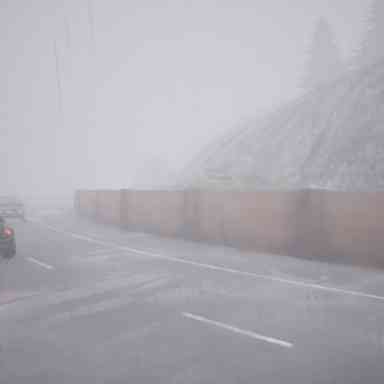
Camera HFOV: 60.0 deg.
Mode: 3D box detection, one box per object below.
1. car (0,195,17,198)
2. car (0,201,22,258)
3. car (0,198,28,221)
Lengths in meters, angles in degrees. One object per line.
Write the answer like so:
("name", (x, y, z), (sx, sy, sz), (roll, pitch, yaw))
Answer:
("car", (-22.391, 1.177, 40.895), (2.097, 1.767, 4.553), (1, 0, -12))
("car", (-7.866, 1.288, 11.644), (2.097, 1.767, 4.553), (1, 0, -43))
("car", (-13.757, 1.442, 25.501), (2.033, 1.411, 5.357), (1, 0, -25))
